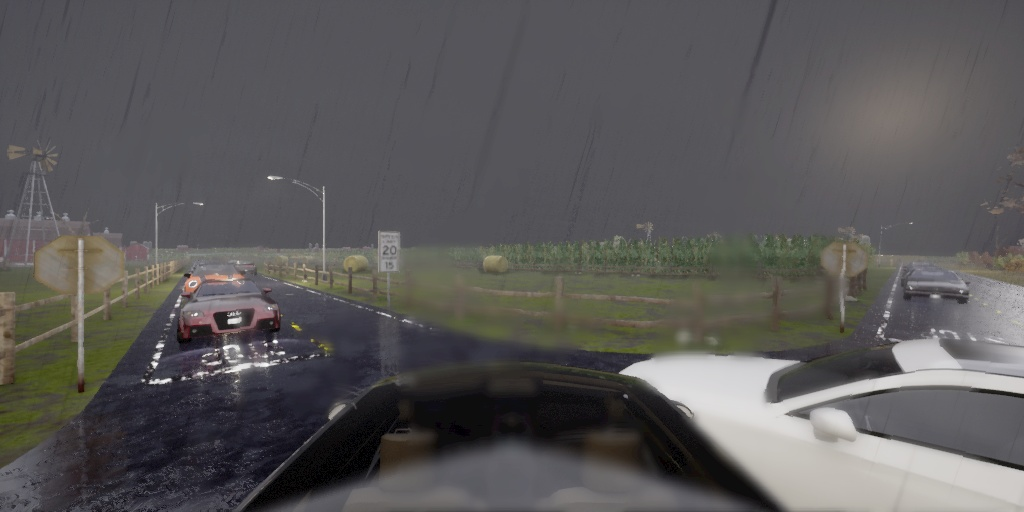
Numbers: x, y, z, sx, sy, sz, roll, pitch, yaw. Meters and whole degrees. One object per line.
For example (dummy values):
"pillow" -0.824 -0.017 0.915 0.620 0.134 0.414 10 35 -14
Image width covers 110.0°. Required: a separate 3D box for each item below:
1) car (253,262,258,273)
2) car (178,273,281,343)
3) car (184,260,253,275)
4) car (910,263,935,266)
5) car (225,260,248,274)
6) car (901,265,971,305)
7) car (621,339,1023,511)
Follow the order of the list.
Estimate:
"car" -26.676 1.262 35.811 2.128 1.511 4.902 0 0 -41
"car" -7.858 1.350 9.934 1.994 1.385 4.181 0 0 -42
"car" -13.578 1.131 16.467 2.097 1.767 4.553 0 0 -41
"car" 26.871 1.377 23.300 4.181 1.385 1.994 0 1 -42
"car" -33.332 1.278 43.327 1.837 1.490 4.892 0 0 -41
"car" 19.649 1.345 16.729 5.357 1.411 2.033 0 1 -42
"car" 2.855 1.293 2.254 1.812 1.442 4.674 0 1 -43
